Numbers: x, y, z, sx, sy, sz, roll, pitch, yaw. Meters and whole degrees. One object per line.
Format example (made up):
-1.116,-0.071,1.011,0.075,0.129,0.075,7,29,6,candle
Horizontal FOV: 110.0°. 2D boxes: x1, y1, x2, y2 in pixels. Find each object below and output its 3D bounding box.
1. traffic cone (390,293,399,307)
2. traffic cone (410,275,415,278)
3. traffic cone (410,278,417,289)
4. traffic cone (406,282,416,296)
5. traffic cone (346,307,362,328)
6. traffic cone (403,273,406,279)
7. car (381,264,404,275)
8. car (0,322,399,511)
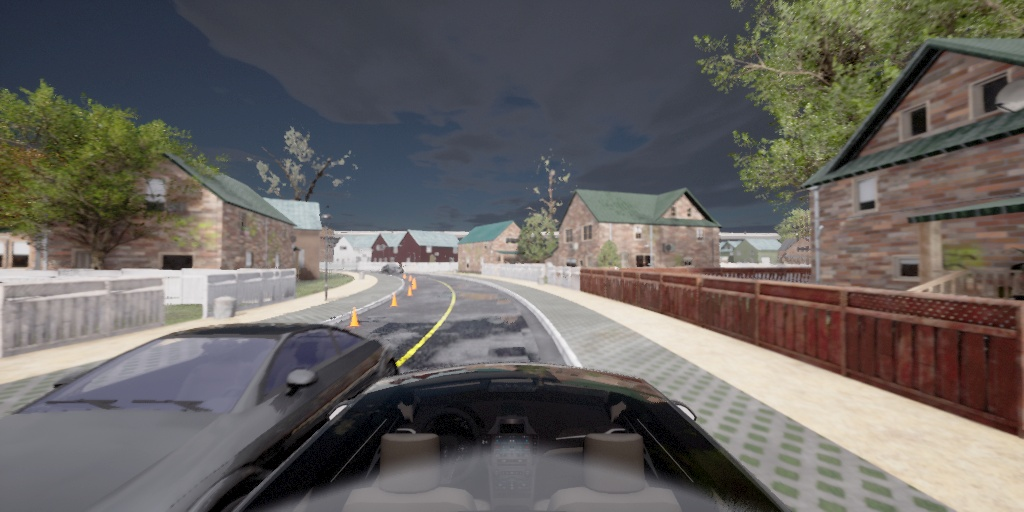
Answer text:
-5.106,1.885,15.564,0.340,0.580,0.340,0,0,-6,traffic cone
-8.107,2.057,29.744,0.340,0.580,0.340,0,0,-18,traffic cone
-6.800,2.001,25.086,0.340,0.580,0.340,0,0,-14,traffic cone
-5.799,1.944,20.352,0.340,0.580,0.340,0,0,-10,traffic cone
-4.723,1.824,10.740,0.340,0.580,0.340,0,0,-3,traffic cone
-11.613,2.161,38.759,0.340,0.580,0.340,0,0,-25,traffic cone
-17.065,1.874,50.939,1.812,1.442,4.674,1,-1,-43,car
-2.484,1.333,3.137,1.994,1.385,4.181,0,-1,-1,car
